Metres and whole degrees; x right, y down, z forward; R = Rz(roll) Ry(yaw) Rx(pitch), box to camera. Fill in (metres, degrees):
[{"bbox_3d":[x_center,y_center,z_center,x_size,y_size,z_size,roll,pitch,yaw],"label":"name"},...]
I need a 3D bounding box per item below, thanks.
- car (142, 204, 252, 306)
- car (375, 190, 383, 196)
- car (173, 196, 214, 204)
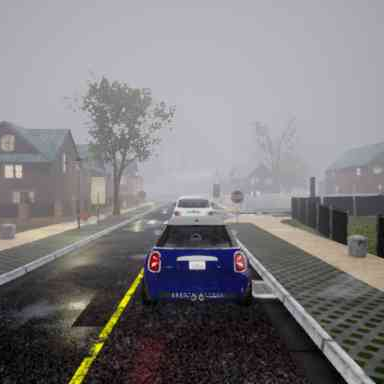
[{"bbox_3d":[0.096,1.349,8.168,2.097,1.767,4.553,0,0,0],"label":"car"},{"bbox_3d":[19.446,0.699,32.359,5.566,2.045,2.150,-2,0,-2],"label":"car"},{"bbox_3d":[0.089,1.214,19.161,2.150,2.045,5.566,0,0,0],"label":"car"}]
